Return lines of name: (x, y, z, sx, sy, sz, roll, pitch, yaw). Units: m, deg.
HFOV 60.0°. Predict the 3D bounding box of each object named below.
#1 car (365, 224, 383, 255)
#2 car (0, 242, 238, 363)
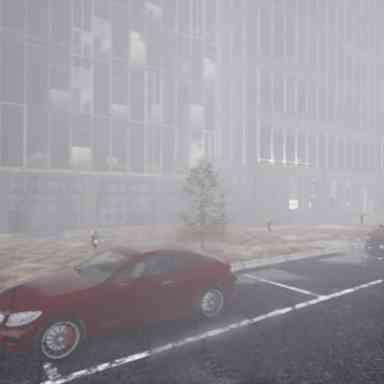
car: (8.225, 1.603, 12.422, 4.507, 1.381, 1.887, 0, 0, -35)
car: (-1.044, 1.593, 5.812, 4.206, 1.307, 1.802, 0, 0, -35)
